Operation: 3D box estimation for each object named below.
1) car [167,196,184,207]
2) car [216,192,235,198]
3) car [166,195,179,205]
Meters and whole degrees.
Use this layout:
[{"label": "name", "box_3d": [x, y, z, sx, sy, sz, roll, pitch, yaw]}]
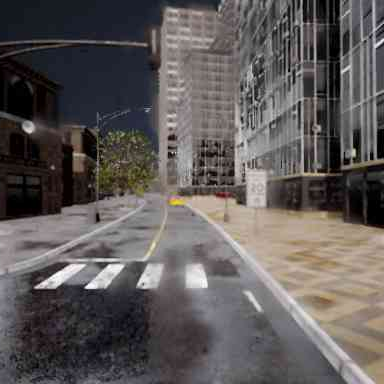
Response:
[{"label": "car", "box_3d": [-2.214, 1.324, 46.805, 1.882, 1.535, 5.008, 0, 0, -5]}, {"label": "car", "box_3d": [8.826, 0.909, 87.249, 5.009, 1.841, 2.192, 0, -1, 11]}, {"label": "car", "box_3d": [-3.362, 1.337, 56.982, 1.812, 1.442, 4.674, 0, 0, -7]}]
